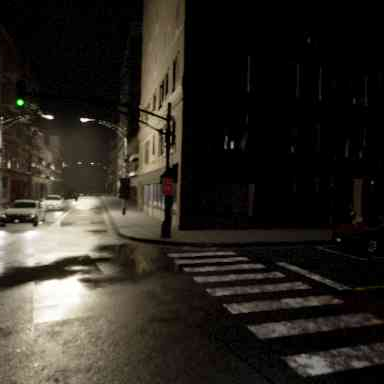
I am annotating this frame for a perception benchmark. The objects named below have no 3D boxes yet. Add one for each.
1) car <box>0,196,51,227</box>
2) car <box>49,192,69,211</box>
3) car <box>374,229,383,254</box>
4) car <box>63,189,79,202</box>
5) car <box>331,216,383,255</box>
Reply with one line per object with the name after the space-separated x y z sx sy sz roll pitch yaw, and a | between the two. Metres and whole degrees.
-9.815 1.203 19.662 1.812 1.442 4.674 2 0 -16 | car
-13.543 1.054 32.602 1.812 1.442 4.674 2 1 -16 | car
6.952 1.625 7.120 5.357 1.411 2.033 1 0 -16 | car
-19.482 0.484 53.547 2.150 2.045 5.566 2 0 -16 | car
7.831 1.638 13.445 4.507 1.381 1.887 1 1 -16 | car
